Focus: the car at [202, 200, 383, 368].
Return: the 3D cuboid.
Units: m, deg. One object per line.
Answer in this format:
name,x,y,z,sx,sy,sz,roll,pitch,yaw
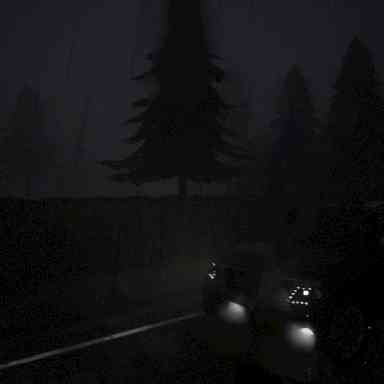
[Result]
car,2.785,1.207,6.140,5.566,2.045,2.150,0,0,-38
